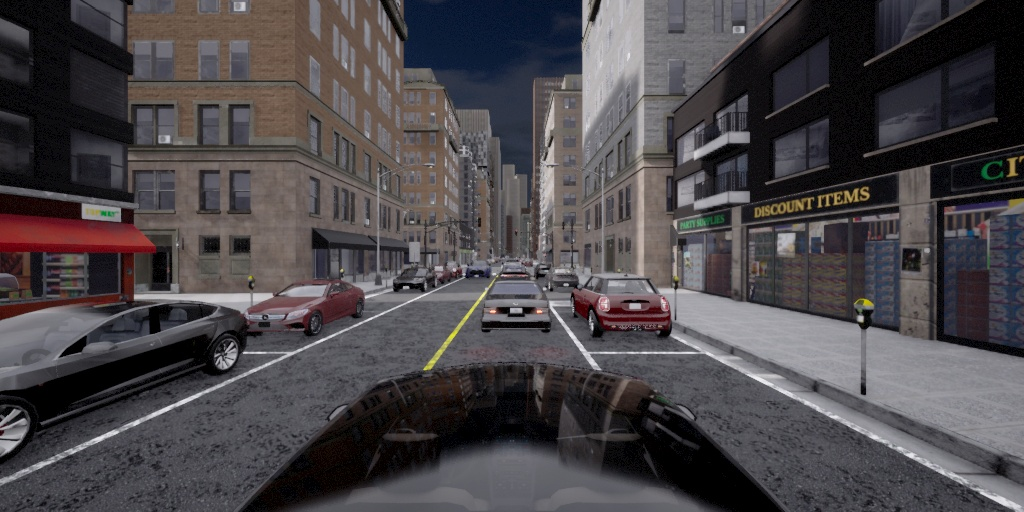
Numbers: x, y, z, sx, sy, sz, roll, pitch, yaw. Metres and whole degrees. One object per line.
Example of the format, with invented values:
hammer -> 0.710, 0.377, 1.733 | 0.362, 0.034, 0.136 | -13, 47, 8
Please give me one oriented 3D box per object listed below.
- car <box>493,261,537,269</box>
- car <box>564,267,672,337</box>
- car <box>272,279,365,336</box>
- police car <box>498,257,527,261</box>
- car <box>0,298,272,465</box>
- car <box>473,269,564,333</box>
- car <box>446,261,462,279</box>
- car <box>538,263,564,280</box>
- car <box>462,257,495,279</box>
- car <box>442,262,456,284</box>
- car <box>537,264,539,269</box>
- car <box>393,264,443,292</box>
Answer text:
car -> 0.132, 1.242, 21.266 | 2.128, 1.511, 4.902 | 0, 0, 0
car -> 2.870, 1.190, 10.272 | 1.967, 1.591, 4.097 | 0, 0, 0
car -> -5.656, 1.332, 10.288 | 1.802, 1.307, 4.207 | 0, 0, 0
police car -> 0.051, 1.178, 31.286 | 1.930, 1.638, 5.238 | 0, 0, 0
car -> -5.666, 1.315, 4.787 | 1.948, 1.339, 4.313 | 0, 0, 0
car -> 0.111, 1.297, 10.743 | 2.033, 1.411, 5.357 | 0, 0, 0
car -> -5.615, 1.193, 32.293 | 1.967, 1.591, 4.097 | 0, 0, 0
car -> 2.890, 1.301, 21.275 | 2.007, 1.370, 4.403 | 0, 0, 0
car -> -2.955, 1.103, 32.480 | 2.097, 1.767, 4.553 | 0, 0, 0
car -> -5.625, 1.334, 26.792 | 1.802, 1.307, 4.207 | 0, 0, 0
car -> 2.911, 1.319, 32.277 | 1.948, 1.339, 4.313 | 0, 0, 0
car -> -5.635, 1.316, 21.291 | 1.948, 1.339, 4.313 | 0, 0, 0
